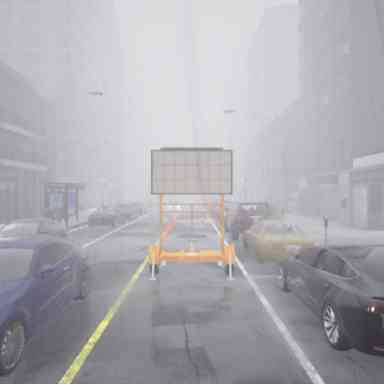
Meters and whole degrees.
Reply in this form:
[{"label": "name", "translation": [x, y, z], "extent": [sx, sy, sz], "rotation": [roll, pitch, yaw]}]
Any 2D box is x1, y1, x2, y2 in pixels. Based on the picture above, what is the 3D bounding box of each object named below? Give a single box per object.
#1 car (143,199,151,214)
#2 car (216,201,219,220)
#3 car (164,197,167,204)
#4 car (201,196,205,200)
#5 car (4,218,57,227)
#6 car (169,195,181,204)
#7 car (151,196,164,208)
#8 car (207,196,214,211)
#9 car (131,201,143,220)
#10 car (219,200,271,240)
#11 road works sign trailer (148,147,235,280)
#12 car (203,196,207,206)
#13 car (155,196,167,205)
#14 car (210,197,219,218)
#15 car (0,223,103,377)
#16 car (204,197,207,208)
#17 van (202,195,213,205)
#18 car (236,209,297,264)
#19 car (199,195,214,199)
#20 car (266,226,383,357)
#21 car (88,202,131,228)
[{"label": "car", "translation": [-5.681, 1.616, 33.630], "extent": [1.947, 1.339, 4.313], "rotation": [0, 0, 0]}, {"label": "car", "translation": [2.849, 1.560, 22.769], "extent": [1.752, 1.417, 4.829], "rotation": [0, 0, 0]}, {"label": "car", "translation": [-5.690, 1.648, 55.731], "extent": [1.947, 1.339, 4.313], "rotation": [0, 0, 0]}, {"label": "car", "translation": [2.838, 1.640, 50.217], "extent": [1.947, 1.339, 4.313], "rotation": [0, 0, 0]}, {"label": "car", "translation": [-5.672, 1.600, 11.530], "extent": [1.802, 1.307, 4.206], "rotation": [0, 0, 0]}, {"label": "car", "translation": [-3.081, 1.688, 58.720], "extent": [1.895, 1.301, 4.718], "rotation": [0, 0, 0]}, {"label": "car", "translation": [-5.688, 1.656, 50.206], "extent": [1.802, 1.307, 4.206], "rotation": [0, 0, 0]}, {"label": "car", "translation": [2.845, 1.490, 33.647], "extent": [1.967, 1.590, 4.097], "rotation": [0, 0, 0]}, {"label": "car", "translation": [-5.679, 1.608, 28.105], "extent": [1.947, 1.339, 4.313], "rotation": [0, 0, 0]}, {"label": "car", "translation": [2.852, 1.341, 17.076], "extent": [2.192, 1.841, 5.009], "rotation": [0, 0, 0]}, {"label": "road works sign trailer", "translation": [-0.004, 0.480, 9.933], "extent": [2.380, 3.560, 2.880], "rotation": [0, 0, 0]}, {"label": "car", "translation": [2.840, 1.617, 44.694], "extent": [2.008, 1.369, 4.403], "rotation": [0, 0, 0]}, {"label": "car", "translation": [-5.692, 1.531, 61.256], "extent": [1.967, 1.590, 4.097], "rotation": [0, 0, 0]}, {"label": "car", "translation": [2.847, 1.482, 28.123], "extent": [1.967, 1.590, 4.097], "rotation": [0, 0, 0]}, {"label": "car", "translation": [-3.115, 1.535, 5.693], "extent": [1.812, 1.442, 4.674], "rotation": [0, 0, 0]}, {"label": "car", "translation": [2.843, 1.609, 39.170], "extent": [2.008, 1.369, 4.403], "rotation": [0, 0, 0]}, {"label": "van", "translation": [2.834, 1.432, 61.265], "extent": [1.690, 1.788, 3.998], "rotation": [0, 0, 0]}, {"label": "car", "translation": [2.854, 1.543, 11.722], "extent": [1.752, 1.417, 4.829], "rotation": [0, 0, 0]}, {"label": "car", "translation": [2.836, 1.397, 55.741], "extent": [2.192, 1.841, 5.009], "rotation": [0, 0, 0]}, {"label": "car", "translation": [2.856, 1.575, 6.028], "extent": [1.947, 1.339, 4.313], "rotation": [0, 0, 0]}, {"label": "car", "translation": [-5.676, 1.579, 22.580], "extent": [1.887, 1.381, 4.507], "rotation": [0, 0, 0]}]
